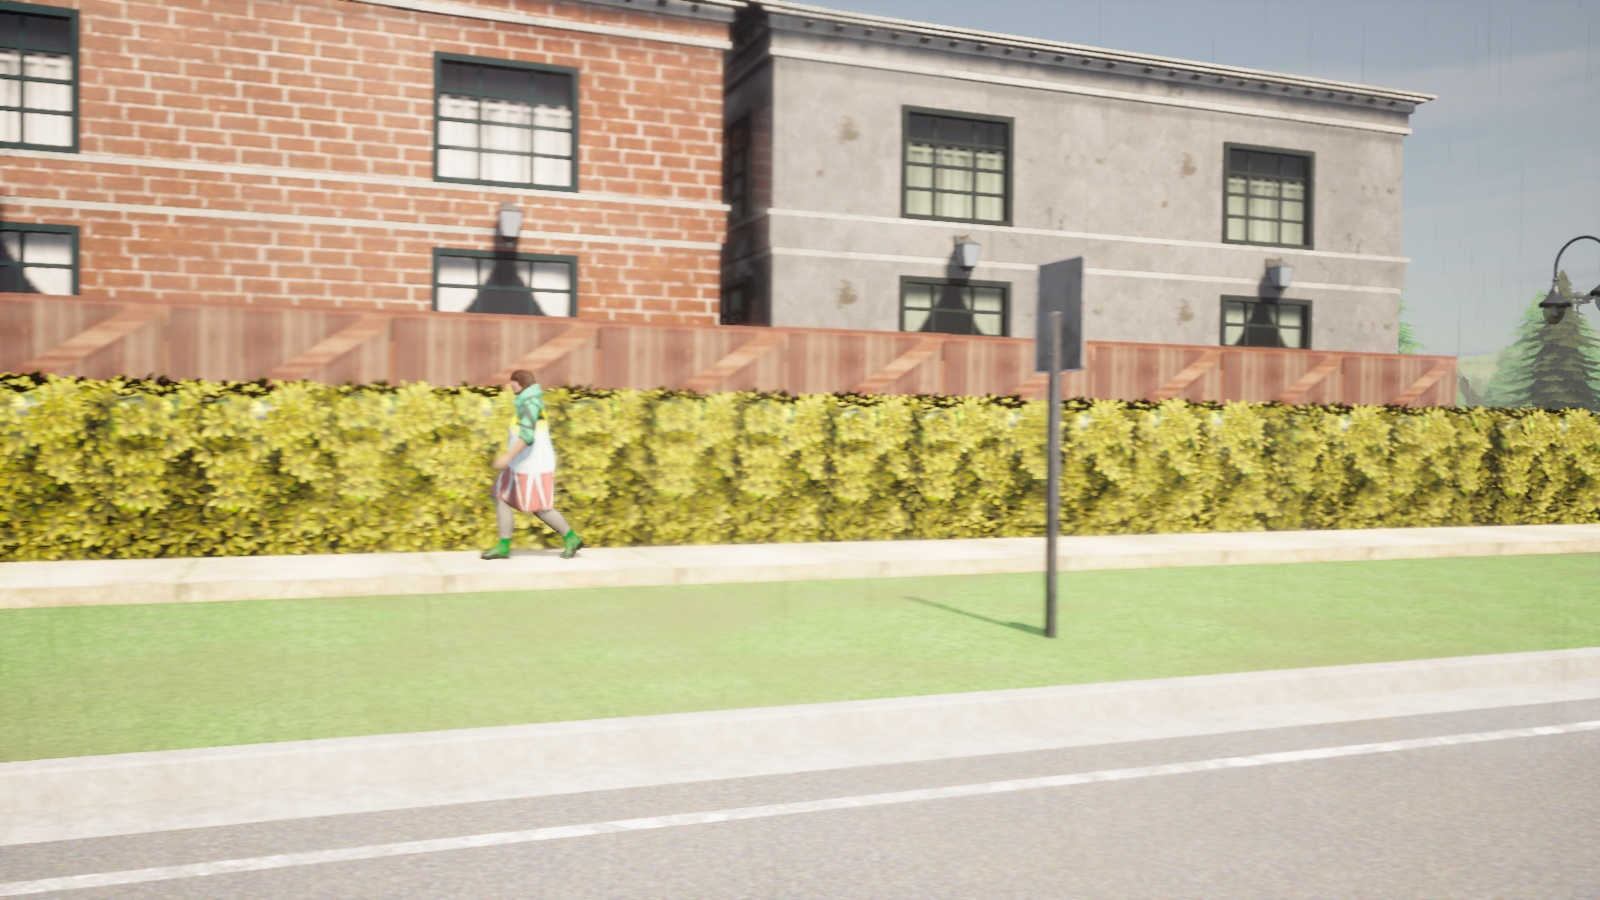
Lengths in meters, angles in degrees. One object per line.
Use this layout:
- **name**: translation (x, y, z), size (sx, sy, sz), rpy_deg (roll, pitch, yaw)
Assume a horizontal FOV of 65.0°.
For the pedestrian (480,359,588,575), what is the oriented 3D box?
- **pedestrian**: translation (-2.503, 0.142, 11.772), size (0.873, 1.952, 0.659), rpy_deg (-1, 1, -21)
